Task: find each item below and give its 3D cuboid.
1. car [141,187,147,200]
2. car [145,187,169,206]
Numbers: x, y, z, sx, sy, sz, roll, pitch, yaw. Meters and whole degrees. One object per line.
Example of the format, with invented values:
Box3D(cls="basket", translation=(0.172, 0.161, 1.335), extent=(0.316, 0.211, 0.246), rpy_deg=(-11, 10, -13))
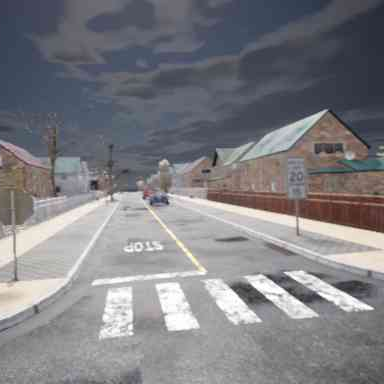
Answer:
Box3D(cls="car", translation=(-7.217, 0.174, 55.862), extent=(2.150, 2.045, 5.566), rpy_deg=(-2, 1, -11))
Box3D(cls="car", translation=(-4.008, 0.573, 38.973), extent=(2.097, 1.767, 4.553), rpy_deg=(-2, 1, -11))
